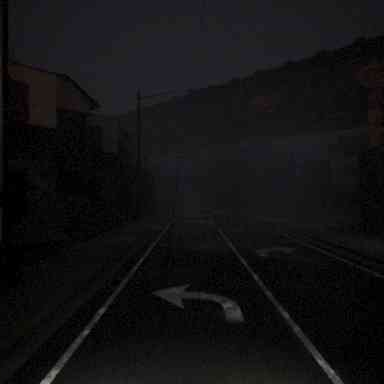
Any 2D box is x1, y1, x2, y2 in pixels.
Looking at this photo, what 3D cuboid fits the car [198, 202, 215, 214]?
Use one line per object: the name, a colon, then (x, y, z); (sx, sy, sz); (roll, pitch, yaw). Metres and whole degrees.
car: (1.880, 1.942, 41.710); (1.882, 1.535, 5.008); (0, 0, 5)
